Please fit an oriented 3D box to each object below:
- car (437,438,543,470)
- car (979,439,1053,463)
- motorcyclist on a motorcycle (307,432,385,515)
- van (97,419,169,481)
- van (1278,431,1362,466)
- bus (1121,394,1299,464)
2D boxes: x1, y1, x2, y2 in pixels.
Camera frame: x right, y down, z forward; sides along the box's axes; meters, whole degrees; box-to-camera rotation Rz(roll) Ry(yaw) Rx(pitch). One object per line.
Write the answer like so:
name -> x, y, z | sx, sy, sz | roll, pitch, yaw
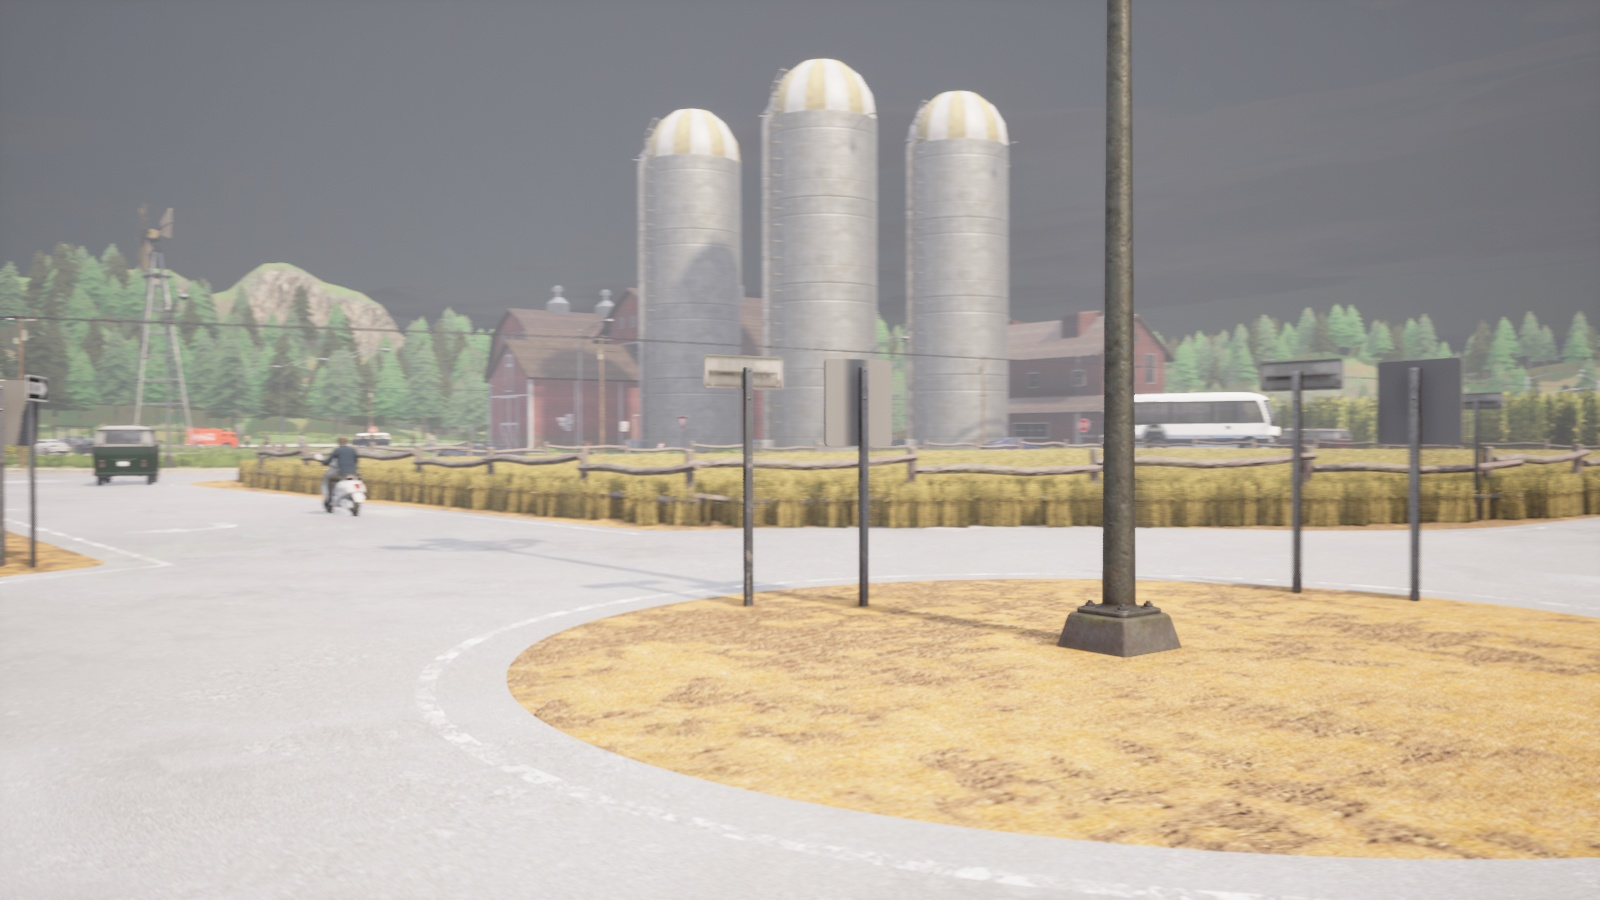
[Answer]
car -> -13.937, 0.175, 56.497 | 4.181, 1.385, 1.994 | 0, 1, -37
car -> 13.290, 0.037, 77.177 | 4.674, 1.442, 1.812 | 0, 1, -37
motorcyclist on a motorcycle -> -9.162, 0.446, 25.324 | 0.866, 1.590, 1.817 | 0, 1, -41
van -> -22.557, -0.019, 42.598 | 1.775, 1.987, 4.442 | 0, 1, -23
van -> 31.867, -0.122, 77.095 | 1.775, 1.987, 4.442 | 0, 2, -37
bus -> 26.204, -1.345, 80.360 | 10.273, 4.253, 3.944 | 0, 1, 28
